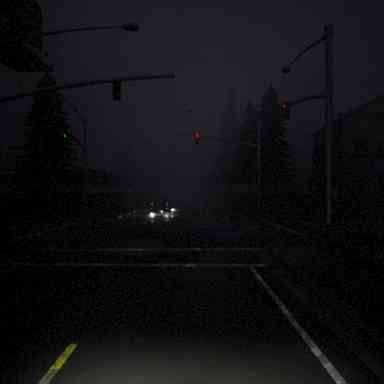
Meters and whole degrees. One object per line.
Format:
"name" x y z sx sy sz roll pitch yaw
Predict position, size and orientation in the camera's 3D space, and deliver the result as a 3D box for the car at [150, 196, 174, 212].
"car" -3.525 1.327 38.105 2.097 1.767 4.553 0 0 0
